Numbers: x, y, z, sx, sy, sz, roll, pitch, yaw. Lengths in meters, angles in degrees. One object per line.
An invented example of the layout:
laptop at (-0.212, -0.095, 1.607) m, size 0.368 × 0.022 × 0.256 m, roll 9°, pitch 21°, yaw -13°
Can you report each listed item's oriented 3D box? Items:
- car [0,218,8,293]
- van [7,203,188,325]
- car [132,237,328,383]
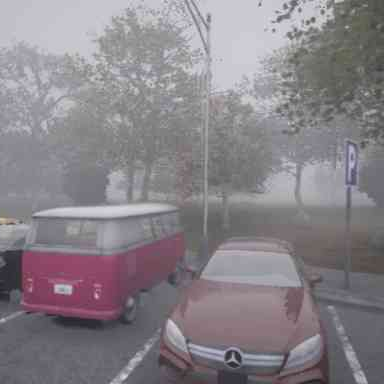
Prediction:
car at (-3.883, 1.473, 8.783) m, size 2.097 × 1.535 × 5.008 m, roll 0°, pitch -1°, yaw 15°
van at (-1.415, 1.255, 7.203) m, size 1.878 × 1.987 × 4.442 m, roll 0°, pitch -1°, yaw 15°
car at (0.989, 1.523, 5.377) m, size 2.002 × 1.452 × 4.674 m, roll 1°, pitch -1°, yaw 15°
